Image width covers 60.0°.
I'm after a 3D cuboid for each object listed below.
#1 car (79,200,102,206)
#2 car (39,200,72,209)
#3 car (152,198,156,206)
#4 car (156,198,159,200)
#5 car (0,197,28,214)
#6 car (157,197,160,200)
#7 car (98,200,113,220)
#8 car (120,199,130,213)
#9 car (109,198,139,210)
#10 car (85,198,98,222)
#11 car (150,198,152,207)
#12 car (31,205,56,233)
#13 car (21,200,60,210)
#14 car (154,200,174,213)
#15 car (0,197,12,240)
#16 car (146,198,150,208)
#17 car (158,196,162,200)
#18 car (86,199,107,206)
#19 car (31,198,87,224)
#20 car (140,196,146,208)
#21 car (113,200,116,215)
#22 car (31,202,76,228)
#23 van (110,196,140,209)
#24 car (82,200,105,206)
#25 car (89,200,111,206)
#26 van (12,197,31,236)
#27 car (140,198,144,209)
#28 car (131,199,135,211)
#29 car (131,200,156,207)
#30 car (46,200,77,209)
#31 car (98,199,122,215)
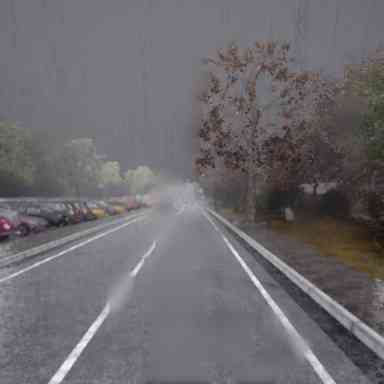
[{"bbox_3d":[-23.348,2.580,76.375,4.674,1.452,2.002,0,-1,0],"label":"car"},{"bbox_3d":[-23.393,2.144,56.997,4.792,1.488,2.163,0,-1,0],"label":"car"},{"bbox_3d":[-10.095,2.218,62.357,5.366,1.575,1.946,0,-1,0],"label":"car"},{"bbox_3d":[-10.091,2.346,68.029,5.366,1.575,1.946,0,-1,0],"label":"car"},{"bbox_3d":[-23.346,1.617,40.385,5.566,2.045,2.435,0,-1,0],"label":"car"},{"bbox_3d":[-10.458,2.474,73.580,5.366,1.575,1.946,0,-1,0],"label":"car"},{"bbox_3d":[-10.116,1.706,29.178,5.366,1.575,1.946,0,-1,0],"label":"car"},{"bbox_3d":[-10.111,1.825,37.506,5.366,1.575,1.946,0,-1,0],"label":"car"},{"bbox_3d":[-10.262,1.976,45.833,4.792,1.488,2.163,0,-1,0],"label":"car"},{"bbox_3d":[-10.272,1.543,26.404,4.553,1.767,2.185,0,-1,0],"label":"car"},{"bbox_3d":[-10.467,2.163,59.705,5.366,1.575,1.946,0,-1,0],"label":"car"},{"bbox_3d":[-10.311,1.590,18.074,4.674,1.452,2.002,0,-1,0],"label":"car"},{"bbox_3d":[-23.372,2.026,51.460,5.008,1.535,2.097,0,-1,0],"label":"car"},{"bbox_3d":[-3.376,2.015,43.268,1.895,1.301,4.718,0,-1,0],"label":"car"},{"bbox_3d":[-10.341,1.219,12.526,5.566,2.045,2.435,0,-1,0],"label":"car"},{"bbox_3d":[-10.278,2.115,56.938,4.892,1.521,2.231,0,-1,0],"label":"car"},{"bbox_3d":[-10.300,2.290,76.361,5.566,2.045,2.435,0,-1,0],"label":"car"},{"bbox_3d":[-23.379,2.539,81.793,4.553,1.767,2.185,0,-1,0],"label":"car"},{"bbox_3d":[-10.274,1.504,23.628,4.553,1.767,2.185,0,-1,0],"label":"car"},{"bbox_3d":[-10.317,1.943,54.161,4.553,1.767,2.185,0,-1,0],"label":"car"},{"bbox_3d":[-10.293,1.750,31.954,4.892,1.521,2.231,0,-1,0],"label":"car"},{"bbox_3d":[-10.301,1.590,20.850,5.008,1.535,2.097,0,-1,0],"label":"car"},{"bbox_3d":[-10.406,1.761,48.613,4.442,1.987,1.878,0,-1,0],"label":"van"},{"bbox_3d":[-23.320,2.634,79.145,4.792,1.488,2.163,0,-1,0],"label":"car"},{"bbox_3d":[-23.341,2.728,84.561,5.008,1.535,2.097,0,-1,0],"label":"car"},{"bbox_3d":[-10.194,1.285,15.302,4.442,1.987,1.878,0,-1,0],"label":"van"},{"bbox_3d":[-10.317,2.056,51.386,4.792,1.488,2.163,0,-1,0],"label":"car"},{"bbox_3d":[-10.263,1.937,43.057,4.792,1.488,2.163,0,-1,0],"label":"car"},{"bbox_3d":[-10.281,2.414,70.804,4.892,1.521,2.231,0,-1,0],"label":"car"},{"bbox_3d":[-23.391,2.193,59.636,4.792,1.488,2.163,0,-1,0],"label":"car"},{"bbox_3d":[-10.304,1.789,34.730,4.892,1.521,2.231,0,-1,0],"label":"car"}]
